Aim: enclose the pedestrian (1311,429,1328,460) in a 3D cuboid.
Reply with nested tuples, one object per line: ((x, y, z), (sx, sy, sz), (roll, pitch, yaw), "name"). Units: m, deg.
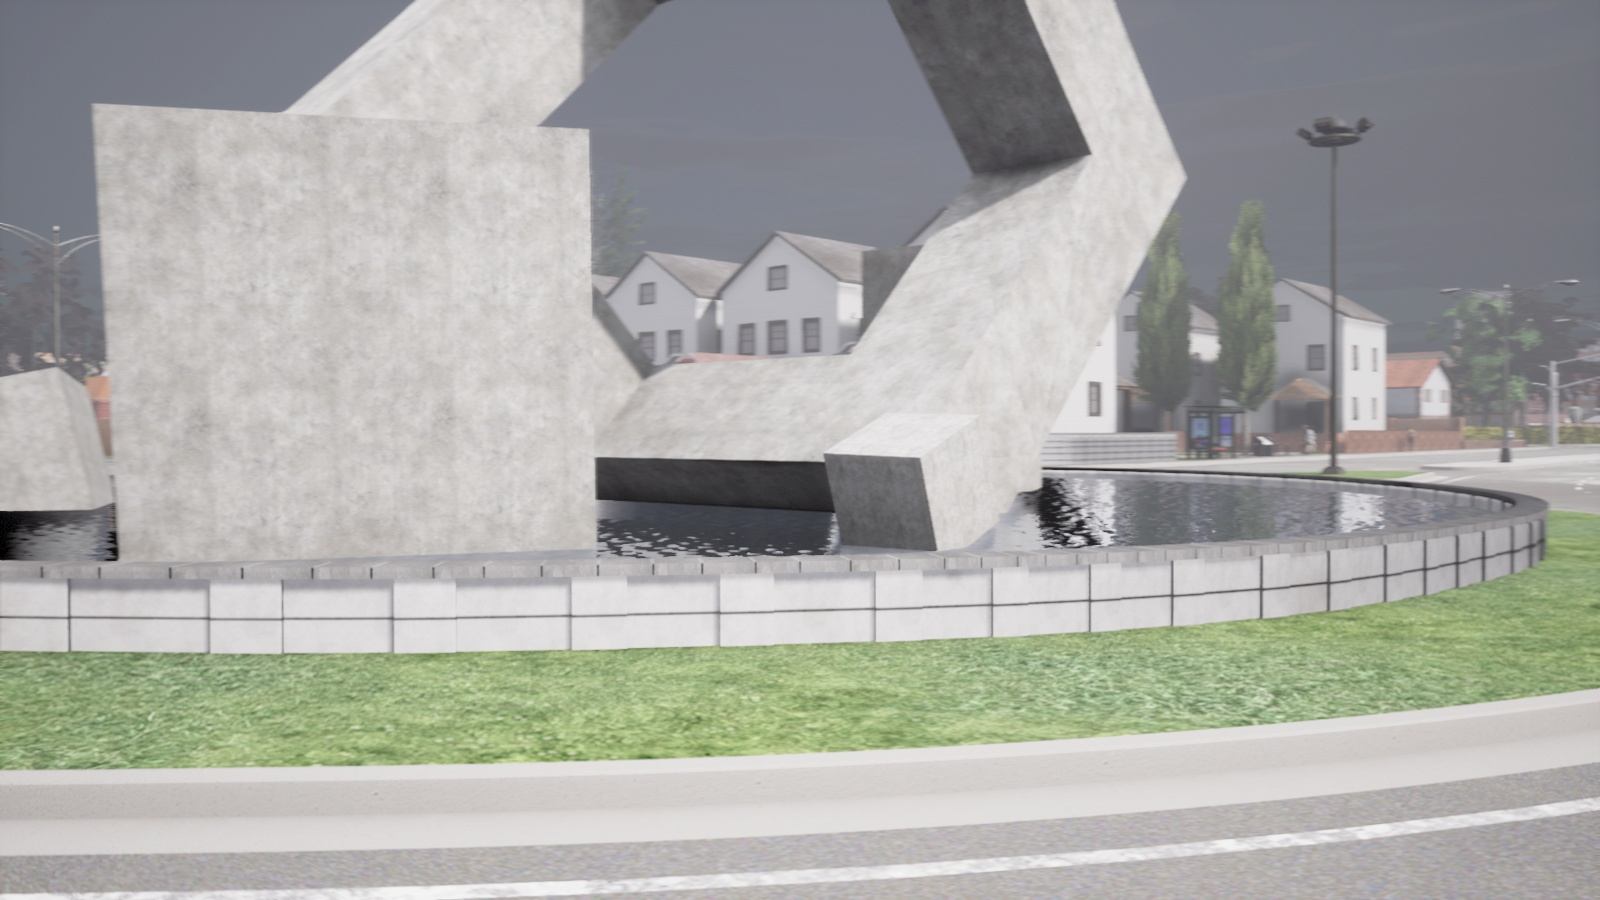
((31.795, -0.342, 76.876), (0.900, 1.855, 0.874), (1, 1, 21), "pedestrian")
